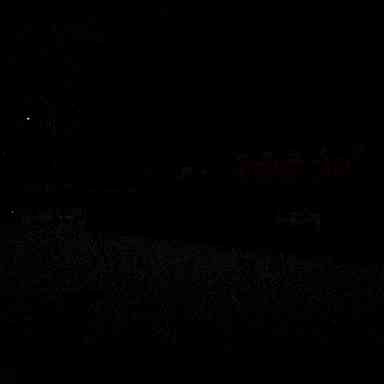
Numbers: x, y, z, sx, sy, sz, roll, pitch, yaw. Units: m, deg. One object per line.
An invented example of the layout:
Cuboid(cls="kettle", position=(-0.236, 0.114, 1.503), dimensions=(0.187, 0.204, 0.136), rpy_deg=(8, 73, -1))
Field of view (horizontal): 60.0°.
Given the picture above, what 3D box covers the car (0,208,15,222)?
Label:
Cuboid(cls="car", position=(-15.726, 1.556, 23.862), dimensions=(2.033, 1.411, 5.357), rpy_deg=(-1, 0, 36))
